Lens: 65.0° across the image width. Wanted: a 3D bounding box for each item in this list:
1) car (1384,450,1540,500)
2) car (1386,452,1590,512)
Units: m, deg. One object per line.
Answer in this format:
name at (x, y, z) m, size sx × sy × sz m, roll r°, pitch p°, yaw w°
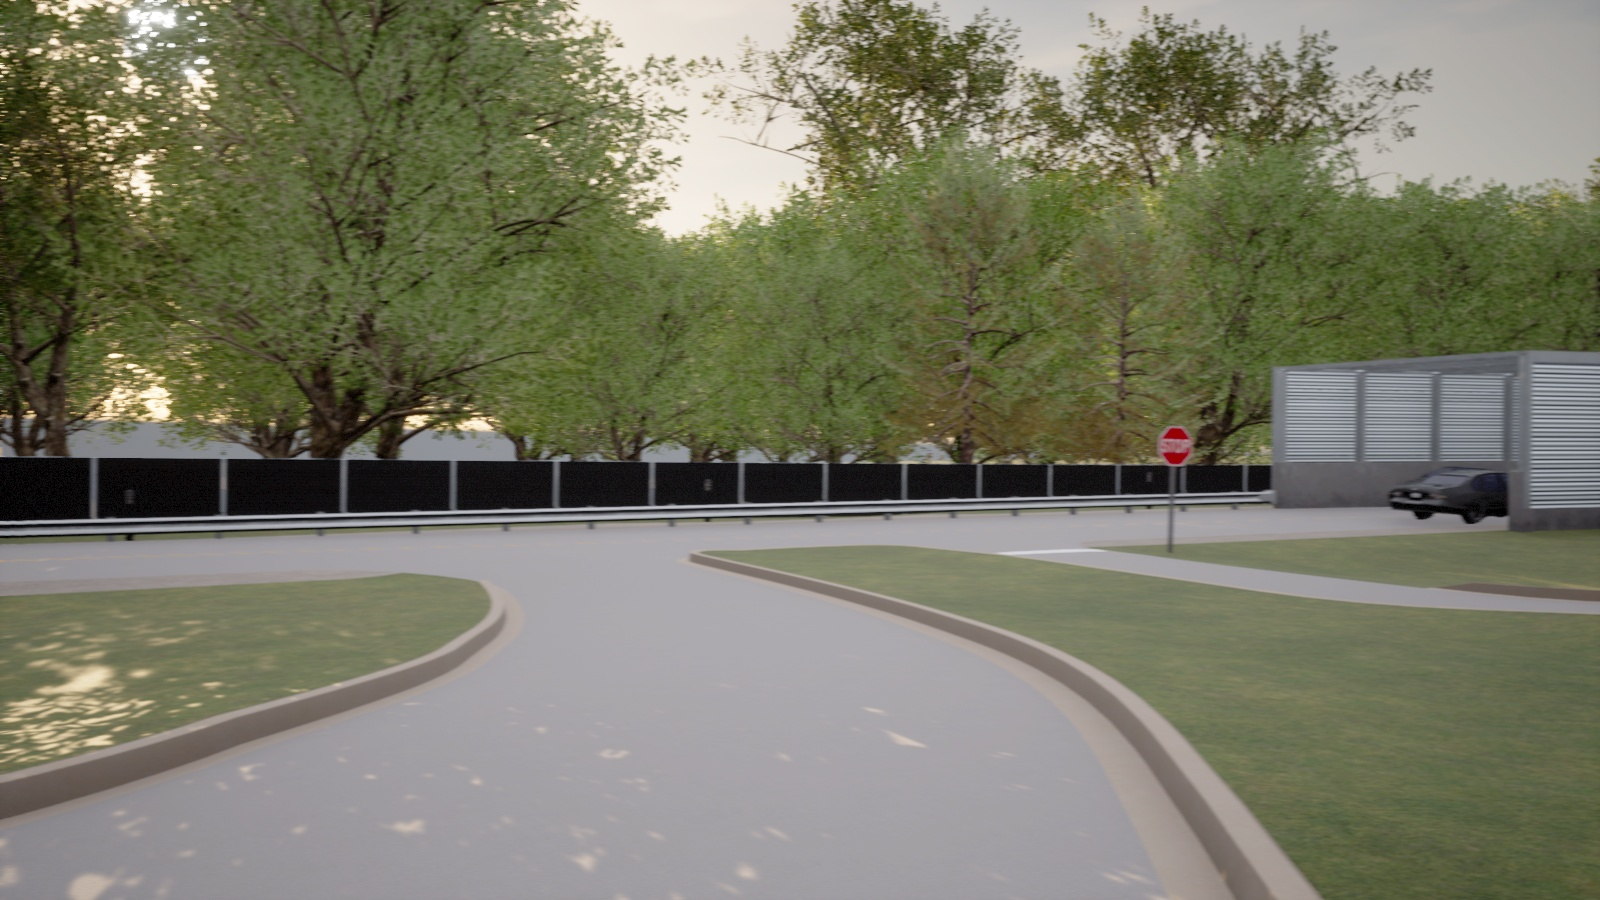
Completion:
car at (20.564, 0.745, 39.052) m, size 4.181 × 1.385 × 1.994 m, roll -1°, pitch 1°, yaw -20°
car at (19.025, 0.838, 34.706) m, size 5.357 × 1.411 × 2.033 m, roll -1°, pitch 1°, yaw -22°
